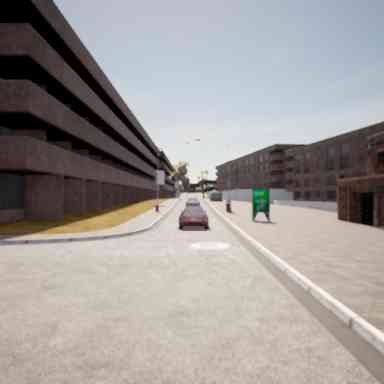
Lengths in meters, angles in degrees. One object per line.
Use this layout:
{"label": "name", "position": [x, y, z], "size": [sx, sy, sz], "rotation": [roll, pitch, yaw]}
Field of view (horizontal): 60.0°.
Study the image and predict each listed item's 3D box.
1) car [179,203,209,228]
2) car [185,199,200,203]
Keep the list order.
{"label": "car", "position": [0.112, 1.701, 23.243], "size": [1.994, 1.385, 4.181], "rotation": [0, 0, 0]}
{"label": "car", "position": [0.122, 1.517, 41.383], "size": [2.033, 1.411, 5.357], "rotation": [0, 1, 0]}
